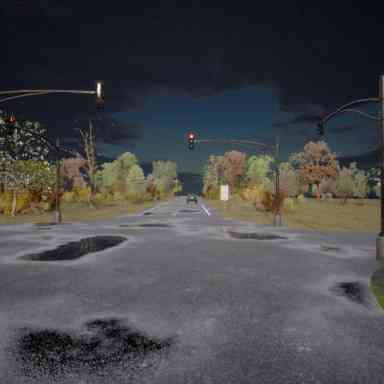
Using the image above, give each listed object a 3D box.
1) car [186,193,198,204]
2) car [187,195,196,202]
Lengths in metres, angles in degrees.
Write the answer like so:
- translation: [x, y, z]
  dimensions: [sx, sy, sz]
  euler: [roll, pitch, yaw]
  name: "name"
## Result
- translation: [-0.013, 1.293, 67.602]
  dimensions: [2.150, 2.045, 5.566]
  euler: [0, 0, 0]
  name: "car"
- translation: [-0.015, 1.465, 77.993]
  dimensions: [2.033, 1.411, 5.357]
  euler: [0, 0, 0]
  name: "car"
